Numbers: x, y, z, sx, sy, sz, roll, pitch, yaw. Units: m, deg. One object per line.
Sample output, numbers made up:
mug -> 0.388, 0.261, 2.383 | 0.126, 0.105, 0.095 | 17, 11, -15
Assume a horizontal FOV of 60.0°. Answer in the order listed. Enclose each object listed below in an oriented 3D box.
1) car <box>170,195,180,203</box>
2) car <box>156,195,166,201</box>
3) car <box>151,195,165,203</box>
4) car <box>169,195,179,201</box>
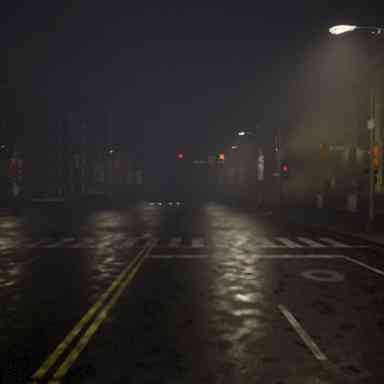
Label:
car -> -3.528, 1.432, 67.421 | 1.812, 1.442, 4.674 | 0, 0, 0
car -> -7.683, 1.426, 81.763 | 2.033, 1.411, 5.357 | 0, 0, -10
car -> -7.026, 1.434, 66.229 | 1.812, 1.442, 4.674 | 0, 0, 0
car -> -4.429, 1.437, 83.285 | 1.994, 1.385, 4.181 | 0, 0, -10
